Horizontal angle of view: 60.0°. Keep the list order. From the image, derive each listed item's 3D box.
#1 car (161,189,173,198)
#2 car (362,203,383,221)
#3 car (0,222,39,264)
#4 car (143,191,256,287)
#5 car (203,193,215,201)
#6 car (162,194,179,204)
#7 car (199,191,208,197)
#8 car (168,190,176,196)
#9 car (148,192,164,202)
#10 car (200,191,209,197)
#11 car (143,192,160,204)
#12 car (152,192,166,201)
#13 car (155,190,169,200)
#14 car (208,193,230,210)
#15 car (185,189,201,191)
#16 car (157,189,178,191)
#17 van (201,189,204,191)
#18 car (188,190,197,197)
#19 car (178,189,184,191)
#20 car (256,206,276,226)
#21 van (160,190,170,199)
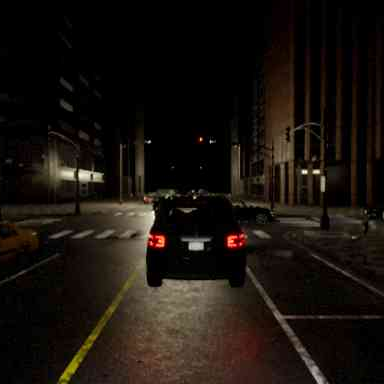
[{"bbox_3d":[-5.606,0.333,74.829,2.192,1.841,5.009,0,1,0],"label":"car"},{"bbox_3d":[14.853,1.246,23.826,4.892,1.490,1.837,0,1,0],"label":"car"},{"bbox_3d":[-5.743,1.408,8.626,1.752,1.417,4.829,0,1,0],"label":"car"},{"bbox_3d":[0.098,1.098,9.076,2.150,2.045,5.566,0,1,0],"label":"car"},{"bbox_3d":[2.884,0.798,58.005,1.947,1.339,4.313,0,1,0],"label":"car"},{"bbox_3d":[-2.935,0.947,46.482,1.994,1.385,4.181,0,1,1],"label":"car"},{"bbox_3d":[2.941,0.443,86.048,1.947,1.339,4.313,0,1,0],"label":"car"},{"bbox_3d":[-5.572,0.248,91.657,1.967,1.590,4.097,0,1,0],"label":"car"},{"bbox_3d":[-5.653,0.746,52.394,1.967,1.590,4.097,0,1,0],"label":"car"},{"bbox_3d":[2.930,0.513,80.439,1.947,1.339,4.313,0,1,0],"label":"car"},{"bbox_3d":[-5.664,0.819,46.785,1.967,1.590,4.097,0,1,0],"label":"car"},{"bbox_3d":[-5.641,0.783,58.005,2.008,1.369,4.403,0,1,0],"label":"car"},{"bbox_3d":[-5.629,0.476,63.611,2.192,1.841,5.009,0,1,0],"label":"car"},{"bbox_3d":[2.838,0.966,35.569,1.967,1.590,4.097,0,1,0],"label":"car"},{"bbox_3d":[0.136,0.624,65.833,2.128,1.511,4.902,0,1,0],"label":"car"},{"bbox_3d":[-2.996,0.734,36.607,2.150,2.045,5.566,0,1,0],"label":"car"},{"bbox_3d":[2.907,0.430,69.219,1.690,1.788,3.998,0,1,0],"label":"van"},{"bbox_3d":[0.157,0.371,76.248,2.033,1.411,5.357,0,1,0],"label":"car"},{"bbox_3d":[-2.913,0.606,56.357,2.097,1.767,4.553,0,1,1],"label":"car"},{"bbox_3d":[2.660,1.225,20.574,4.902,1.511,2.128,0,1,0],"label":"car"},{"bbox_3d":[-5.618,0.430,69.219,1.690,1.788,3.998,0,1,0],"label":"van"}]
